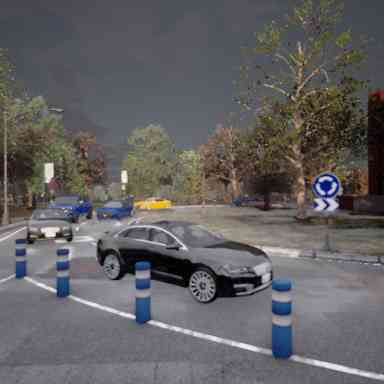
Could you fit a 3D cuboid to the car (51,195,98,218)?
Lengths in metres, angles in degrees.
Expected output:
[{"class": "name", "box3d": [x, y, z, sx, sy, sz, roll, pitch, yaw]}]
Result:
[{"class": "car", "box3d": [-9.335, 1.230, 25.596, 2.150, 2.045, 5.566, 0, 0, 1]}]

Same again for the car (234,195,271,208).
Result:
[{"class": "car", "box3d": [8.309, 1.436, 44.797, 4.181, 1.385, 1.994, 0, 0, -13]}]

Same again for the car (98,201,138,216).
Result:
[{"class": "car", "box3d": [-6.241, 1.467, 27.229, 1.882, 1.535, 5.008, -1, 0, 6]}]

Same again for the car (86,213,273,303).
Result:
[{"class": "car", "box3d": [-0.401, 1.497, 8.311, 4.902, 1.511, 2.128, 0, 0, 39]}]

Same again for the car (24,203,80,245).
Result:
[{"class": "car", "box3d": [-6.890, 1.512, 16.056, 2.128, 1.511, 4.902, 0, 0, -24]}]

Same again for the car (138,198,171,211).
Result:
[{"class": "car", "box3d": [-4.689, 1.428, 39.901, 1.882, 1.535, 5.008, 0, 0, 40]}]

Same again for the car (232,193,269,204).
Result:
[{"class": "car", "box3d": [8.679, 1.122, 48.251, 5.566, 2.045, 2.150, 0, 0, -11]}]
